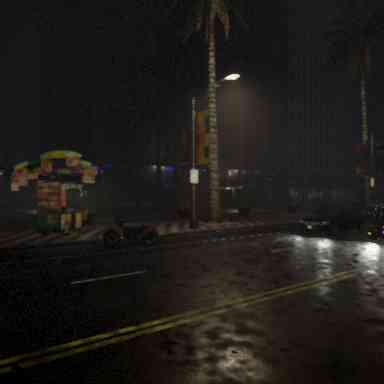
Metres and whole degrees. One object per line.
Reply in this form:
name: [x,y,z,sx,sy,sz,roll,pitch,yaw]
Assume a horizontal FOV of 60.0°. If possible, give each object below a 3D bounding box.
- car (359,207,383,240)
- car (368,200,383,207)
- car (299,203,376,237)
car: [9.918,1.538,15.374,4.181,1.385,1.994,0,0,-36]
car: [15.246,1.438,27.149,4.892,1.521,2.231,0,0,-36]
car: [7.835,1.500,18.188,4.674,1.442,1.812,0,0,-36]
